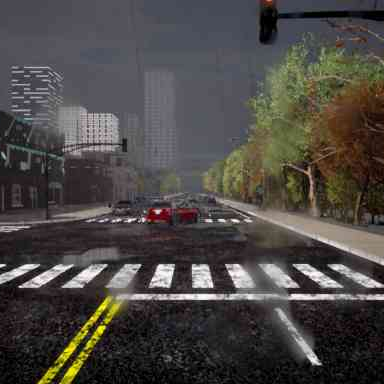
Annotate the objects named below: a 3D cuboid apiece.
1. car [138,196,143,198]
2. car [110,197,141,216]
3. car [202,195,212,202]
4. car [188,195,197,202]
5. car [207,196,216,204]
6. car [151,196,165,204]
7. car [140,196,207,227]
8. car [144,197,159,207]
[{"bbox_3d":[-6.500,1.337,42.781,2.097,1.767,4.553,0,0,0],"label":"car"},{"bbox_3d":[-6.524,1.516,32.588,1.812,1.442,4.674,0,0,0],"label":"car"},{"bbox_3d":[3.412,1.510,74.435,2.033,1.411,5.357,0,0,0],"label":"car"},{"bbox_3d":[0.157,1.470,74.398,1.837,1.490,4.892,0,0,0],"label":"car"},{"bbox_3d":[3.486,1.524,62.237,2.033,1.411,5.357,0,0,-1],"label":"car"},{"bbox_3d":[-6.413,1.467,63.517,2.128,1.511,4.902,0,0,1],"label":"car"},{"bbox_3d":[-1.157,1.346,23.183,2.097,1.767,4.553,-1,0,30],"label":"car"},{"bbox_3d":[-6.472,1.506,53.074,1.812,1.442,4.674,0,0,0],"label":"car"}]
